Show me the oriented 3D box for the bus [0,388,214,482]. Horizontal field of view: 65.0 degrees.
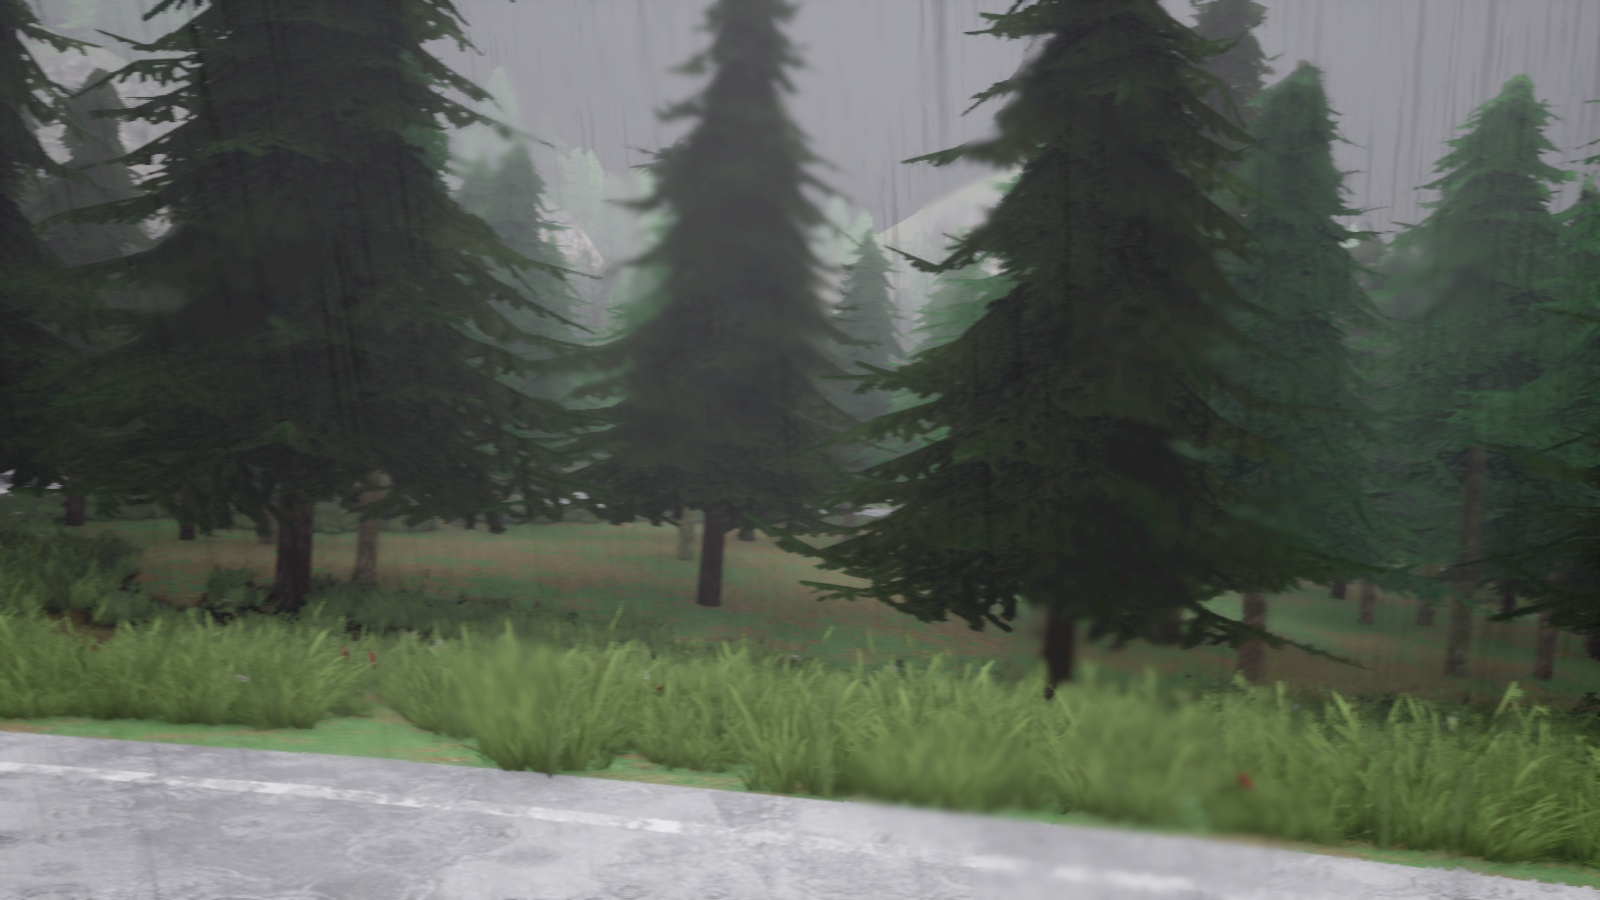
[{"bbox_3d":[-35.008,-0.711,61.916,3.944,4.253,10.273,-2,0,39],"label":"bus"}]
